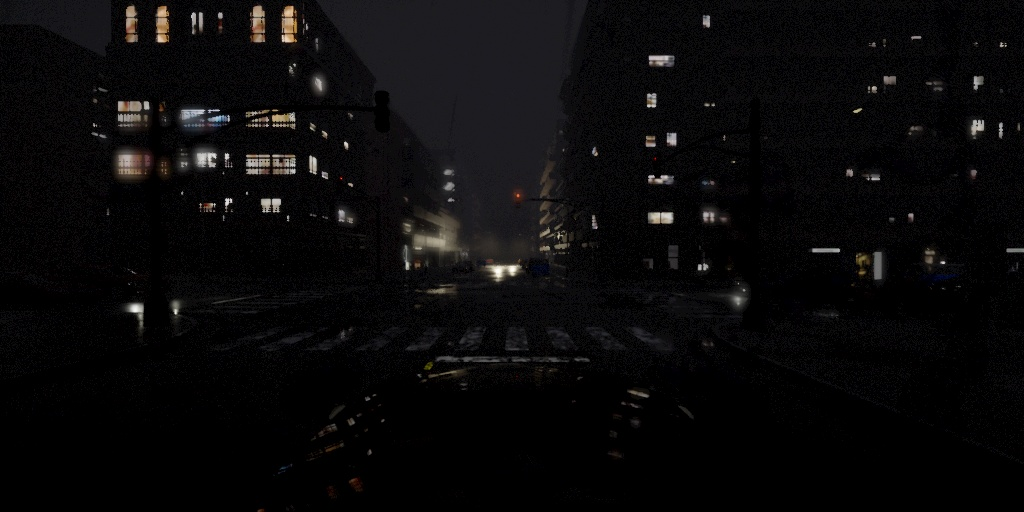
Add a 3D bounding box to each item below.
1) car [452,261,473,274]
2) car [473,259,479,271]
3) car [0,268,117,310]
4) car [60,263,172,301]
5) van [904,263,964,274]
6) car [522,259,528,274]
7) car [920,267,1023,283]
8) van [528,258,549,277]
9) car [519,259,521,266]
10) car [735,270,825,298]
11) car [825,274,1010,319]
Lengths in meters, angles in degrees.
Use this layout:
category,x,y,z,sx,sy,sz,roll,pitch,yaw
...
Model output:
category,x,y,z,sx,sy,sz,roll,pitch,yaw
car,-5.887,1.358,41.497,1.802,1.307,4.207,0,0,0
car,-5.894,1.352,47.018,1.948,1.339,4.313,0,0,0
car,-17.756,1.215,13.219,4.207,1.307,1.802,0,0,0
car,-18.007,1.086,15.801,5.008,1.535,1.882,1,0,0
van,26.071,1.343,21.563,3.998,1.789,1.690,0,0,0
car,2.680,1.091,41.457,2.192,1.841,5.009,0,0,0
car,25.266,1.520,18.987,4.892,1.490,1.837,1,0,0
van,2.775,1.109,35.961,1.690,1.789,3.998,0,0,0
car,2.617,1.252,58.018,1.967,1.591,4.097,0,0,0
car,14.956,1.453,18.993,5.357,1.411,2.033,1,0,0
car,14.697,1.498,13.200,4.507,1.381,1.888,0,0,0
